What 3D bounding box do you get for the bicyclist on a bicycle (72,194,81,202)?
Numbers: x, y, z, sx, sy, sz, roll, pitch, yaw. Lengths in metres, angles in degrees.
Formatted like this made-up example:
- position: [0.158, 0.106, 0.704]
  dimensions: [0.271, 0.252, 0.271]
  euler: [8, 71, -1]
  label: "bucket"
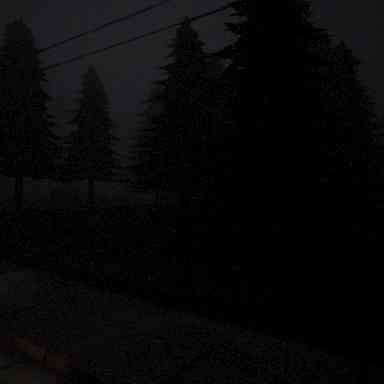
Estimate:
- position: [-10.890, 0.974, 31.376]
  dimensions: [1.656, 1.620, 0.582]
  euler: [1, 0, 35]
  label: "bicyclist on a bicycle"
